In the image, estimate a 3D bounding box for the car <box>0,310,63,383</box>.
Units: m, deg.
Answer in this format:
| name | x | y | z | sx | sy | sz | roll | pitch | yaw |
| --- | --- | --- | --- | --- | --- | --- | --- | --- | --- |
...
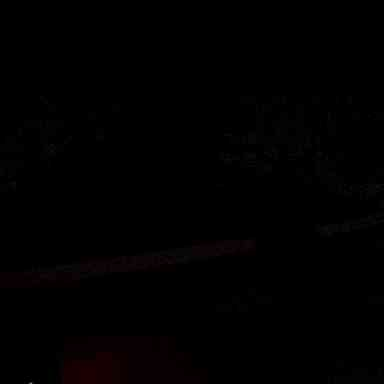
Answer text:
| name | x | y | z | sx | sy | sz | roll | pitch | yaw |
| --- | --- | --- | --- | --- | --- | --- | --- | --- | --- |
| car | -3.217 | 1.540 | 1.846 | 4.674 | 1.442 | 1.812 | 0 | 0 | -36 |
